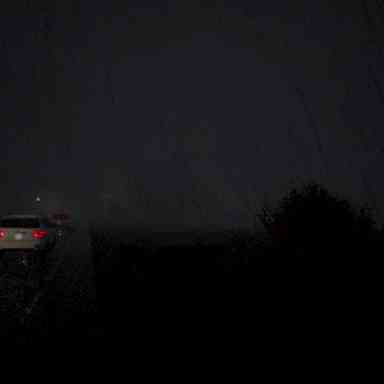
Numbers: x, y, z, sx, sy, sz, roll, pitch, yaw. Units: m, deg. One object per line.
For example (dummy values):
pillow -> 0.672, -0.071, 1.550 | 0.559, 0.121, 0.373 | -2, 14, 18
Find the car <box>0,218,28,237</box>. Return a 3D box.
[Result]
car -> -16.428, 3.194, 30.303 | 1.837, 1.490, 4.892 | 2, -4, -17

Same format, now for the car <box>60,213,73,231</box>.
car -> -15.659, 3.580, 40.029 | 2.150, 2.045, 5.566 | 2, -4, -15

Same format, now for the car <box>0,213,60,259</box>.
car -> -8.481, 2.211, 17.320 | 2.150, 2.045, 5.566 | 3, -4, -17
